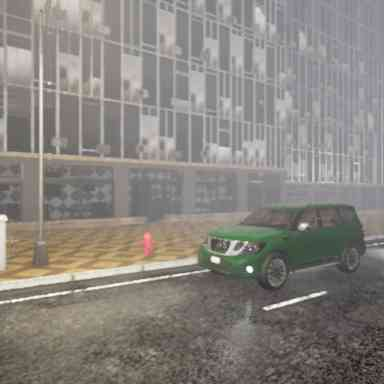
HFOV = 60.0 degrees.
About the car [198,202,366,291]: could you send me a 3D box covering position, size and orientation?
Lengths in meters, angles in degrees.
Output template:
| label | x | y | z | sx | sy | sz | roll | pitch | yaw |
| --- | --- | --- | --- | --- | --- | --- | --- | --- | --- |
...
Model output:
| label | x | y | z | sx | sy | sz | roll | pitch | yaw |
| --- | --- | --- | --- | --- | --- | --- | --- | --- | --- |
| car | 2.830 | 1.337 | 9.664 | 5.566 | 2.045 | 2.150 | 1 | -1 | -35 |
